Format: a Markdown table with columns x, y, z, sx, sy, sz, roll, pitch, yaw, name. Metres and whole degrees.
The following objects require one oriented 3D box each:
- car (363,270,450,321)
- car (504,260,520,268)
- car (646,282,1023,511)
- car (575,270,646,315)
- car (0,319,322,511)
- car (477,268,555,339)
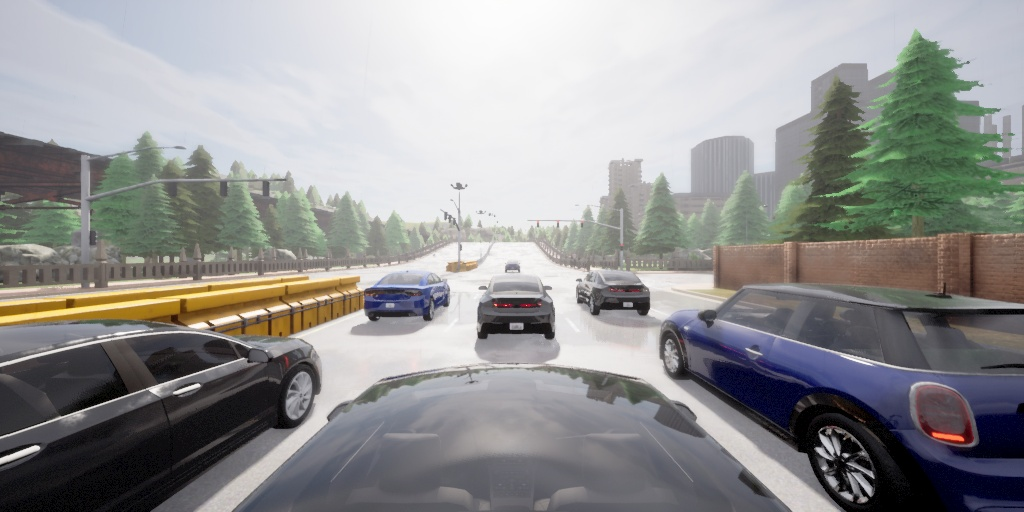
| x | y | z | sx | sy | sz | roll | pitch | yaw | name |
| --- | --- | --- | --- | --- | --- | --- | --- | --- | --- |
| -3.402 | 1.228 | 12.480 | 1.882 | 1.535 | 5.008 | 0 | 0 | 0 | car |
| 0.076 | 1.276 | 45.157 | 1.812 | 1.442 | 4.674 | 0 | 0 | 0 | car |
| 3.601 | 1.102 | 4.406 | 2.097 | 1.767 | 4.553 | 0 | 0 | 0 | car |
| 3.616 | 1.255 | 13.491 | 1.837 | 1.490 | 4.892 | 0 | 0 | 1 | car |
| -3.400 | 1.255 | 2.750 | 1.837 | 1.490 | 4.892 | 0 | 0 | 0 | car |
| 0.097 | 1.255 | 10.057 | 1.837 | 1.490 | 4.892 | 0 | 0 | 0 | car |
